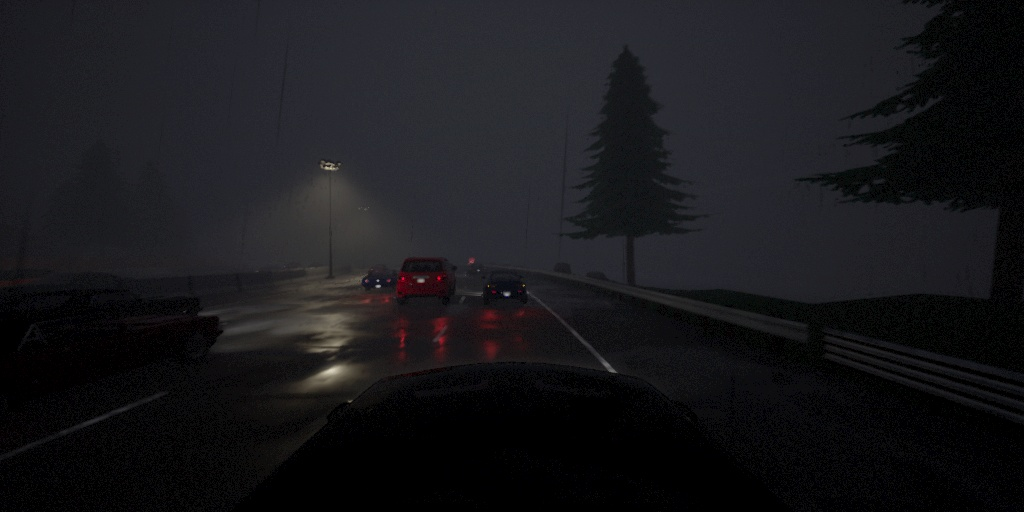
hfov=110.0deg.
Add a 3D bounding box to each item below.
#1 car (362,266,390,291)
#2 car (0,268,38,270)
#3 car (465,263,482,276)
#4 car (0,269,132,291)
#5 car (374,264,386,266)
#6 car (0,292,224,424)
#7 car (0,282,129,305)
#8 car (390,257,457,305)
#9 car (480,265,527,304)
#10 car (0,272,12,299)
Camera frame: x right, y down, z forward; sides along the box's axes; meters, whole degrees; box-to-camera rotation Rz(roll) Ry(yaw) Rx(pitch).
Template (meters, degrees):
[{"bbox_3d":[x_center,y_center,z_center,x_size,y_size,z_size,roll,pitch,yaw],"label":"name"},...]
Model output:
[{"bbox_3d":[-8.228,1.519,23.468,1.895,1.301,4.718,-1,0,-7],"label":"car"},{"bbox_3d":[-25.498,1.431,17.952,2.097,1.767,4.553,-1,0,-6],"label":"car"},{"bbox_3d":[-3.998,1.498,39.695,1.994,1.385,4.181,0,0,-13],"label":"car"},{"bbox_3d":[-21.965,1.519,17.912,1.882,1.535,5.008,0,0,-6],"label":"car"},{"bbox_3d":[-15.005,1.618,40.688,1.994,1.385,4.181,0,0,-14],"label":"car"},{"bbox_3d":[-6.916,1.437,5.326,1.895,1.301,4.718,-1,0,-1],"label":"car"},{"bbox_3d":[-10.512,1.489,9.049,1.895,1.301,4.718,-1,0,-3],"label":"car"},{"bbox_3d":[-3.871,1.070,16.865,2.150,2.045,5.566,0,0,-6],"label":"car"},{"bbox_3d":[-0.429,1.336,16.586,1.812,1.442,4.674,0,0,-6],"label":"car"},{"bbox_3d":[-28.986,1.621,17.794,1.837,1.490,4.892,0,-1,-6],"label":"car"}]
